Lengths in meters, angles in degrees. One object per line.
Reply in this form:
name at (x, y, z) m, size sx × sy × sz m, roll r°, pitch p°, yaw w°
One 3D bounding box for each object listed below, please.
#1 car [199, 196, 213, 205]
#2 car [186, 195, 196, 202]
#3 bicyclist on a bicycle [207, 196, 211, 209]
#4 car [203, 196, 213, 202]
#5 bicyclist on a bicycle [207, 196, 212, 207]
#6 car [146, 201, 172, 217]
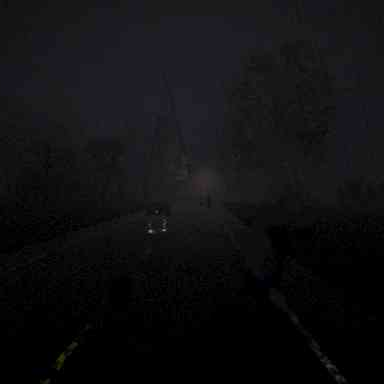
car at (2.295, 1.536, 58.331) m, size 1.895 × 1.301 × 4.718 m, roll 0°, pitch 0°, yaw 5°
car at (-0.112, 1.426, 72.059) m, size 1.882 × 1.535 × 5.008 m, roll 0°, pitch 0°, yaw 5°
bicyclist on a bicycle at (2.031, 1.373, 39.417) m, size 0.582 × 1.620 × 1.656 m, roll 0°, pitch 0°, yaw 3°
car at (3.688, 1.564, 75.027) m, size 1.895 × 1.301 × 4.718 m, roll 0°, pitch 0°, yaw 6°
bicyclist on a bicycle at (2.554, 1.379, 48.540) m, size 0.582 × 1.620 × 1.656 m, roll 0°, pitch 0°, yaw 4°
car at (-2.938, 1.482, 30.418) m, size 1.994 × 1.385 × 4.181 m, roll 0°, pitch 0°, yaw 2°
